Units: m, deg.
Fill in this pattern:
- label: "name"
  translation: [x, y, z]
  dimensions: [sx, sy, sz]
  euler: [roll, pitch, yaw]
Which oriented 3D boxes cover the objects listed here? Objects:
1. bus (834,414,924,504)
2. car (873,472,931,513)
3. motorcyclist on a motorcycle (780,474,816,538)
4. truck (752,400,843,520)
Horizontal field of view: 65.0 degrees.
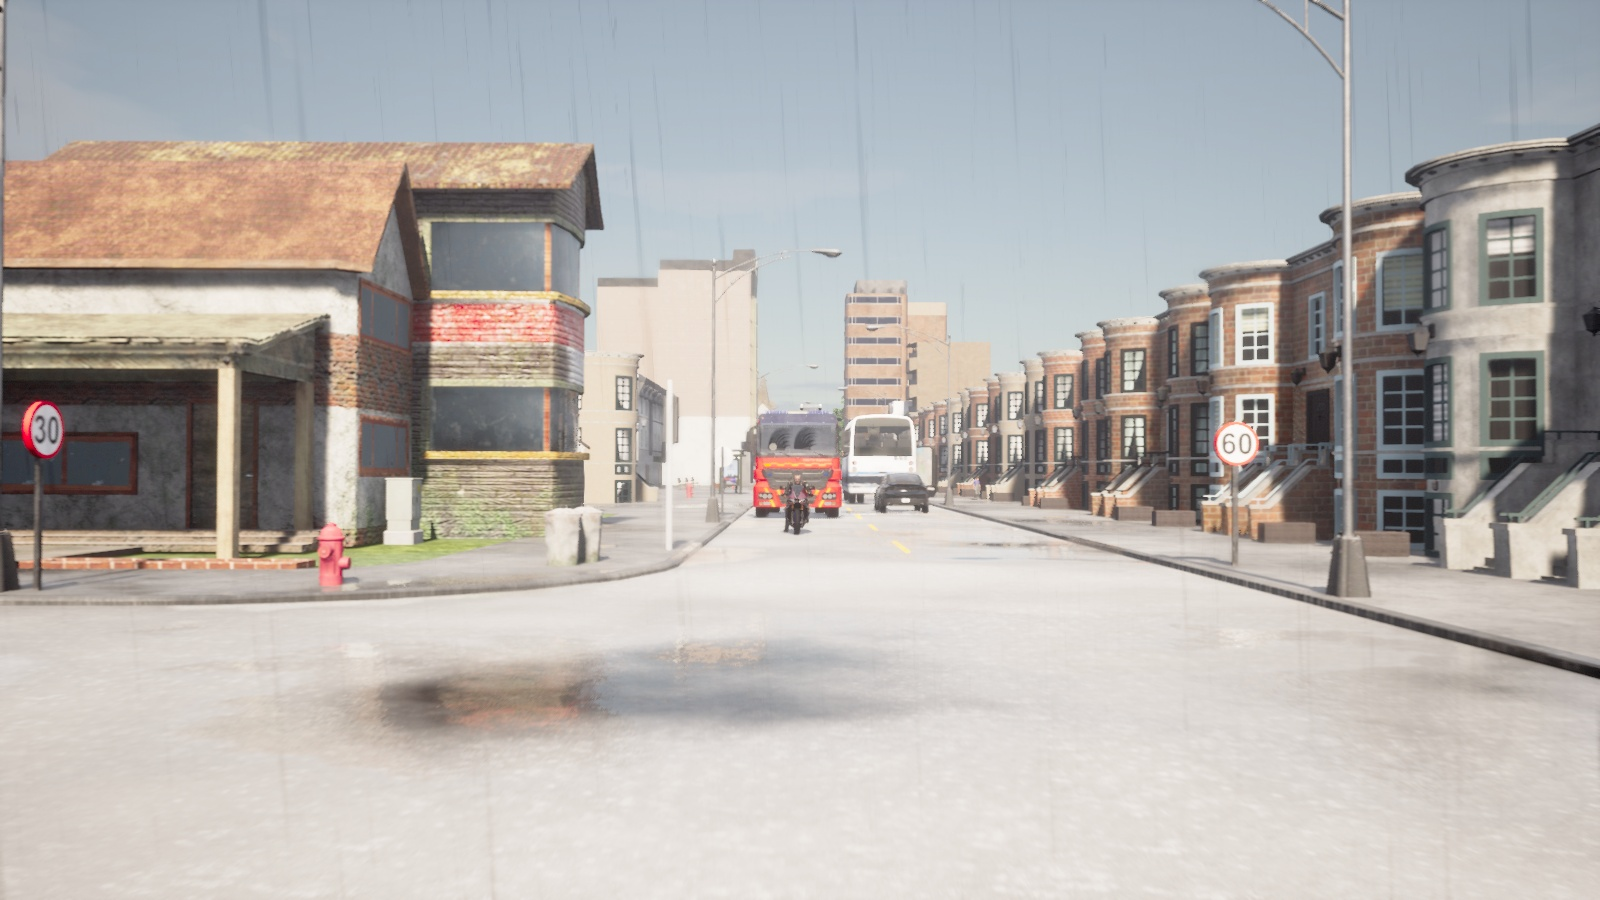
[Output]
- label: "bus"
  translation: [3.892, 0.506, 64.750]
  dimensions: [3.944, 4.253, 10.273]
  euler: [0, -1, 0]
- label: "car"
  translation: [3.919, 1.623, 48.916]
  dimensions: [1.837, 1.490, 4.892]
  euler: [0, -1, 0]
- label: "motorcyclist on a motorcycle"
  translation: [-0.055, 1.379, 31.633]
  dimensions: [0.866, 1.530, 2.191]
  euler: [0, -1, 0]
- label: "truck"
  translation: [-0.080, 0.392, 44.287]
  dimensions: [2.891, 3.827, 8.468]
  euler: [0, -1, 0]
